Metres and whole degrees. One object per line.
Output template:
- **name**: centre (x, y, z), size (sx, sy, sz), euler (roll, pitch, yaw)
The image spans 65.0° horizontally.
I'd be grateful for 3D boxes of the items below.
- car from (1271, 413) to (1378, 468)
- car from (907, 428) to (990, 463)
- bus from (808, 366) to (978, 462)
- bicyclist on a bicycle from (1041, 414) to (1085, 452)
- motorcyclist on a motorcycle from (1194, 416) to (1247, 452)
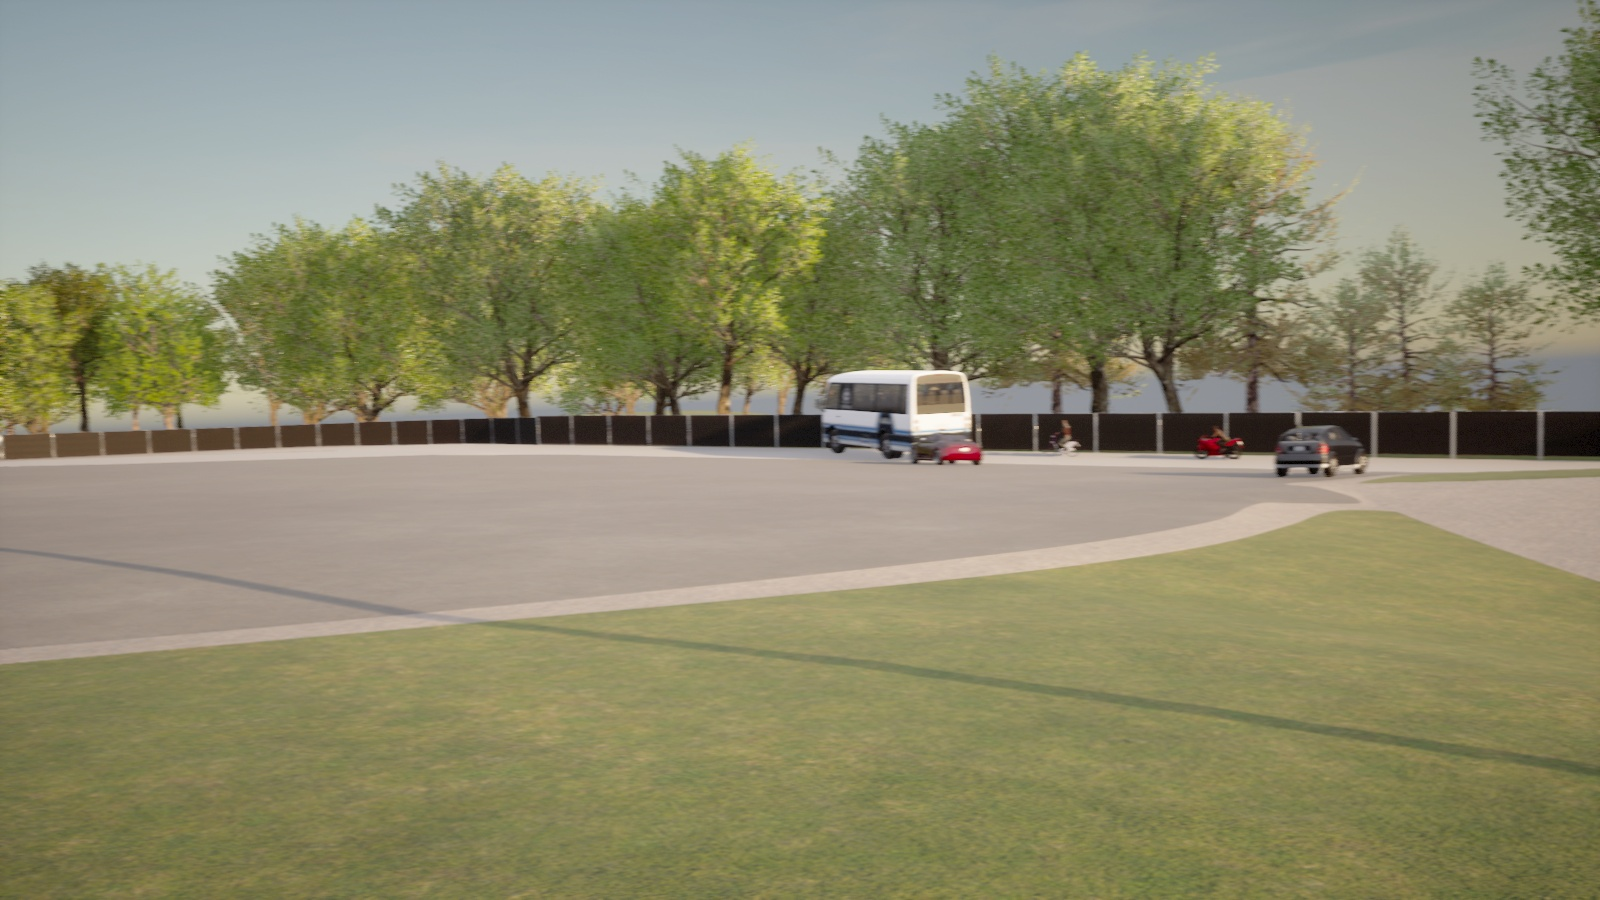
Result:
- **car**: centre (16.291, -0.309, 38.930), size (1.789, 1.549, 3.705), euler (-2, 0, 43)
- **car**: centre (6.284, -0.190, 53.598), size (1.994, 1.385, 4.181), euler (-1, 0, -17)
- **bus**: centre (4.450, -1.971, 63.469), size (3.944, 4.253, 10.273), euler (-5, 5, -24)
- **bicyclist on a bicycle**: centre (12.424, -0.801, 59.351), size (1.843, 1.776, 0.659), euler (0, 4, 35)
- **motorcyclist on a motorcycle**: centre (18.518, -0.703, 55.309), size (2.044, 1.523, 0.797), euler (0, 4, 32)
